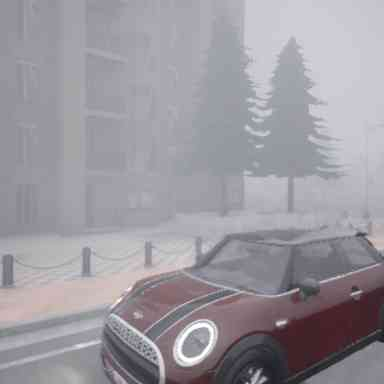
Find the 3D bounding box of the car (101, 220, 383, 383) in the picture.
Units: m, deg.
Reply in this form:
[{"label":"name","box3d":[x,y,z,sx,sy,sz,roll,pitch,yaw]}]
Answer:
[{"label":"car","box3d":[1.085,1.358,4.748,4.553,1.767,2.097,0,0,-36]}]
